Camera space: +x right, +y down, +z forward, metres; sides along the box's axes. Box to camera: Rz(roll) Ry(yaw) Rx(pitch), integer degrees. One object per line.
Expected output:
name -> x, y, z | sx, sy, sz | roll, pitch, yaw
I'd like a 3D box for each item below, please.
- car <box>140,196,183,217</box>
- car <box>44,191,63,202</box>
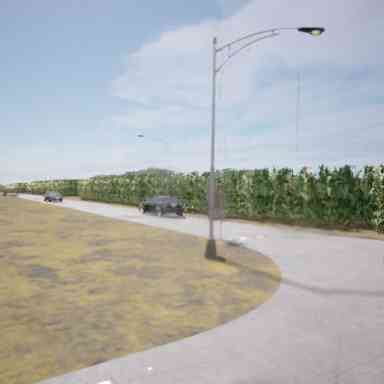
car -> -2.708, 1.100, 28.607 | 2.097, 1.767, 4.553 | 1, 0, -35
car -> -20.319, 0.686, 48.789 | 2.128, 1.511, 4.902 | 1, 0, -35
